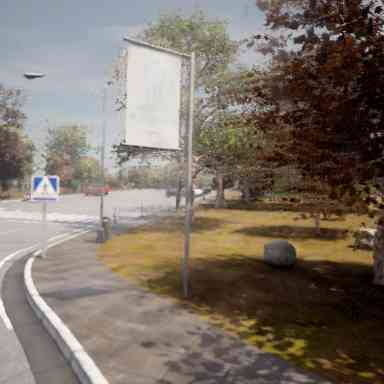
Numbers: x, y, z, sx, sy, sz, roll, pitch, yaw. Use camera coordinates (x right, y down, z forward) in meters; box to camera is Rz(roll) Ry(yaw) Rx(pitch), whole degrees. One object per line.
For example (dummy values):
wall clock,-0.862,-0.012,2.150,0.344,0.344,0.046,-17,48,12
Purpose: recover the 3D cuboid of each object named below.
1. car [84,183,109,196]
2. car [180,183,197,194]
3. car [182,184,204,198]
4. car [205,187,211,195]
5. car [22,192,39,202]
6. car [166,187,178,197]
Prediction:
car,-16.240,-0.409,56.881,2.150,2.045,5.566,2,3,14
car,-0.737,-0.718,69.431,2.150,2.045,5.566,2,3,14
car,0.142,-0.118,58.237,2.150,2.045,5.566,2,3,14
car,2.645,-0.294,68.580,2.128,1.511,4.902,2,3,14
car,-19.698,0.446,43.078,2.128,1.511,4.902,2,3,14
car,-3.099,-0.128,59.689,2.097,1.767,4.553,2,3,14
